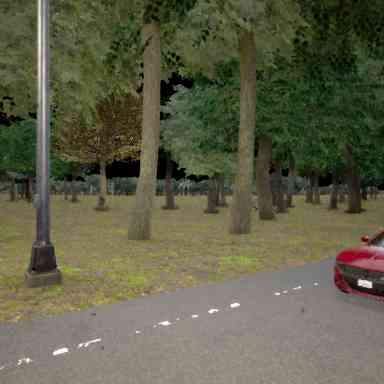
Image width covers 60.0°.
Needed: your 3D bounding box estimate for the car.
[{"bbox_3d":[5.326,1.492,7.770,5.008,1.535,1.882,1,0,-35],"label":"car"}]
